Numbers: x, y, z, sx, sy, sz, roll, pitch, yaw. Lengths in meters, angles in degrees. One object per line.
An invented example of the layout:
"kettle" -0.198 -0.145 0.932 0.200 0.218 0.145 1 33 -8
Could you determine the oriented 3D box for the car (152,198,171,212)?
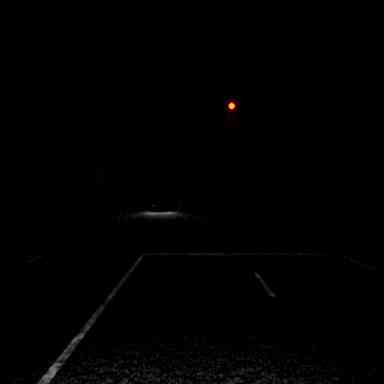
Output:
"car" -3.477 1.461 38.786 1.882 1.535 5.008 0 0 0
